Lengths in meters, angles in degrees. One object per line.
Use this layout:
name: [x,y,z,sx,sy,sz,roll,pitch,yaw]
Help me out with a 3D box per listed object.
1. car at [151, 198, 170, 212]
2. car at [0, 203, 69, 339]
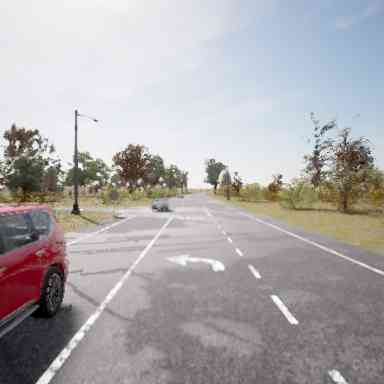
car: [-3.489,1.432,37.687,2.128,1.511,4.902,0,0,0]
car: [-3.505,1.221,4.396,2.150,2.045,5.566,0,0,0]
